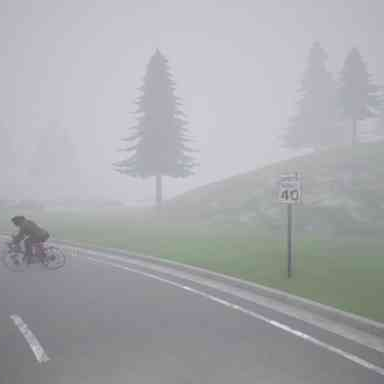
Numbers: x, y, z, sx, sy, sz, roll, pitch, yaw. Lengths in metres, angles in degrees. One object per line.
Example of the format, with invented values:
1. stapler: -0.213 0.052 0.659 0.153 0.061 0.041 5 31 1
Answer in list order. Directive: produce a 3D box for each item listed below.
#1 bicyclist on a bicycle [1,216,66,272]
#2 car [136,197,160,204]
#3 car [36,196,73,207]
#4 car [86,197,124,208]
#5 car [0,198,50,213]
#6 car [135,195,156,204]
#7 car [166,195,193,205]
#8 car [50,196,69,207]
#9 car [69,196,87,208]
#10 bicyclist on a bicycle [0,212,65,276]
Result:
1. bicyclist on a bicycle: -4.226 1.377 8.700 1.656 1.620 0.582 -4 21 -1
2. car: -8.842 1.599 67.190 1.895 1.301 4.718 0 0 38
3. car: -21.157 1.476 51.443 1.882 1.535 5.008 0 0 38
4. car: -11.800 1.599 46.389 1.895 1.301 4.718 0 0 38
5. car: -18.875 1.524 37.285 1.812 1.442 4.674 0 0 38
6. car: -8.488 1.349 61.992 2.097 1.767 4.553 0 0 38
7. car: -2.510 1.348 58.300 2.097 1.767 4.553 0 0 38
8. car: -18.156 1.352 49.596 2.097 1.767 4.553 0 0 40
9. car: -14.708 1.488 48.347 2.128 1.511 4.902 0 0 38
10. bicyclist on a bicycle: -4.548 1.445 9.269 1.656 1.620 0.582 3 20 -2
